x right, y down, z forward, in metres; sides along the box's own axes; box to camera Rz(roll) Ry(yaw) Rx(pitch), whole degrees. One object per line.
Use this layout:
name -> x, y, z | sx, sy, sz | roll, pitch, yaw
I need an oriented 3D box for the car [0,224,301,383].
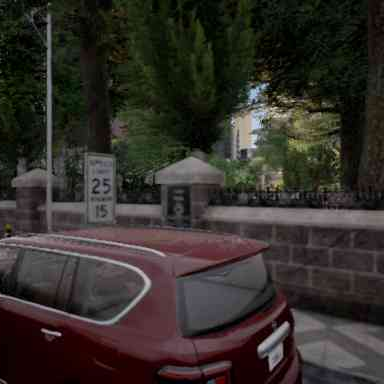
car -> -1.312, 1.323, 3.900 | 5.009, 1.841, 2.192 | 0, 0, 35
